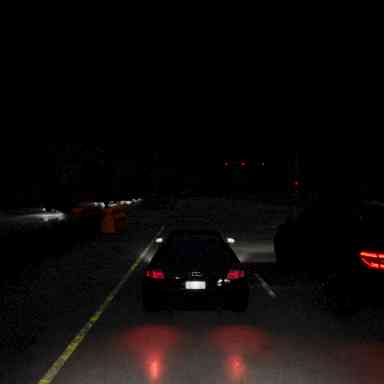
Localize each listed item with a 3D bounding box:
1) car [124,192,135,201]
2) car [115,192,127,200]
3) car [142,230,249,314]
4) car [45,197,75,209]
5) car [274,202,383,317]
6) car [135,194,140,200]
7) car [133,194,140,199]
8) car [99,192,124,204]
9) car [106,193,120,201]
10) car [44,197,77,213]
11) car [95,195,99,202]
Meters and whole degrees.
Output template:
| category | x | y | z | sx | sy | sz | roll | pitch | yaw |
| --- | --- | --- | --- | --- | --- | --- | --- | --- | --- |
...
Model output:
| category | x | y | z | sx | sy | sz | roll | pitch | yaw |
| --- | --- | --- | --- | --- | --- | --- | --- | --- | --- |
| car | -14.355 | 1.343 | 73.223 | 1.895 | 1.301 | 4.718 | 0 | 0 | 0 |
| car | -18.076 | 0.921 | 84.831 | 2.150 | 2.045 | 5.566 | 0 | 0 | -3 |
| car | 0.069 | 1.563 | 7.698 | 1.994 | 1.385 | 4.181 | 0 | 0 | 0 |
| car | -17.796 | 1.421 | 45.107 | 2.033 | 1.411 | 5.357 | 0 | 0 | 0 |
| car | 3.591 | 1.221 | 7.627 | 2.150 | 2.045 | 5.566 | 0 | 0 | -2 |
| car | -14.451 | 1.206 | 82.582 | 1.837 | 1.490 | 4.892 | 0 | 0 | 0 |
| car | -15.518 | 1.186 | 92.557 | 1.812 | 1.442 | 4.674 | 0 | 0 | -11 |
| car | -14.351 | 1.030 | 59.485 | 2.150 | 2.045 | 5.566 | 0 | 0 | 0 |
| car | -17.867 | 1.094 | 75.108 | 2.097 | 1.767 | 4.553 | 0 | 0 | 0 |
| car | -14.246 | 1.514 | 36.236 | 1.895 | 1.301 | 4.718 | 0 | 0 | 0 |
| car | -17.825 | 1.286 | 66.002 | 1.837 | 1.490 | 4.892 | 0 | 0 | 0 |
